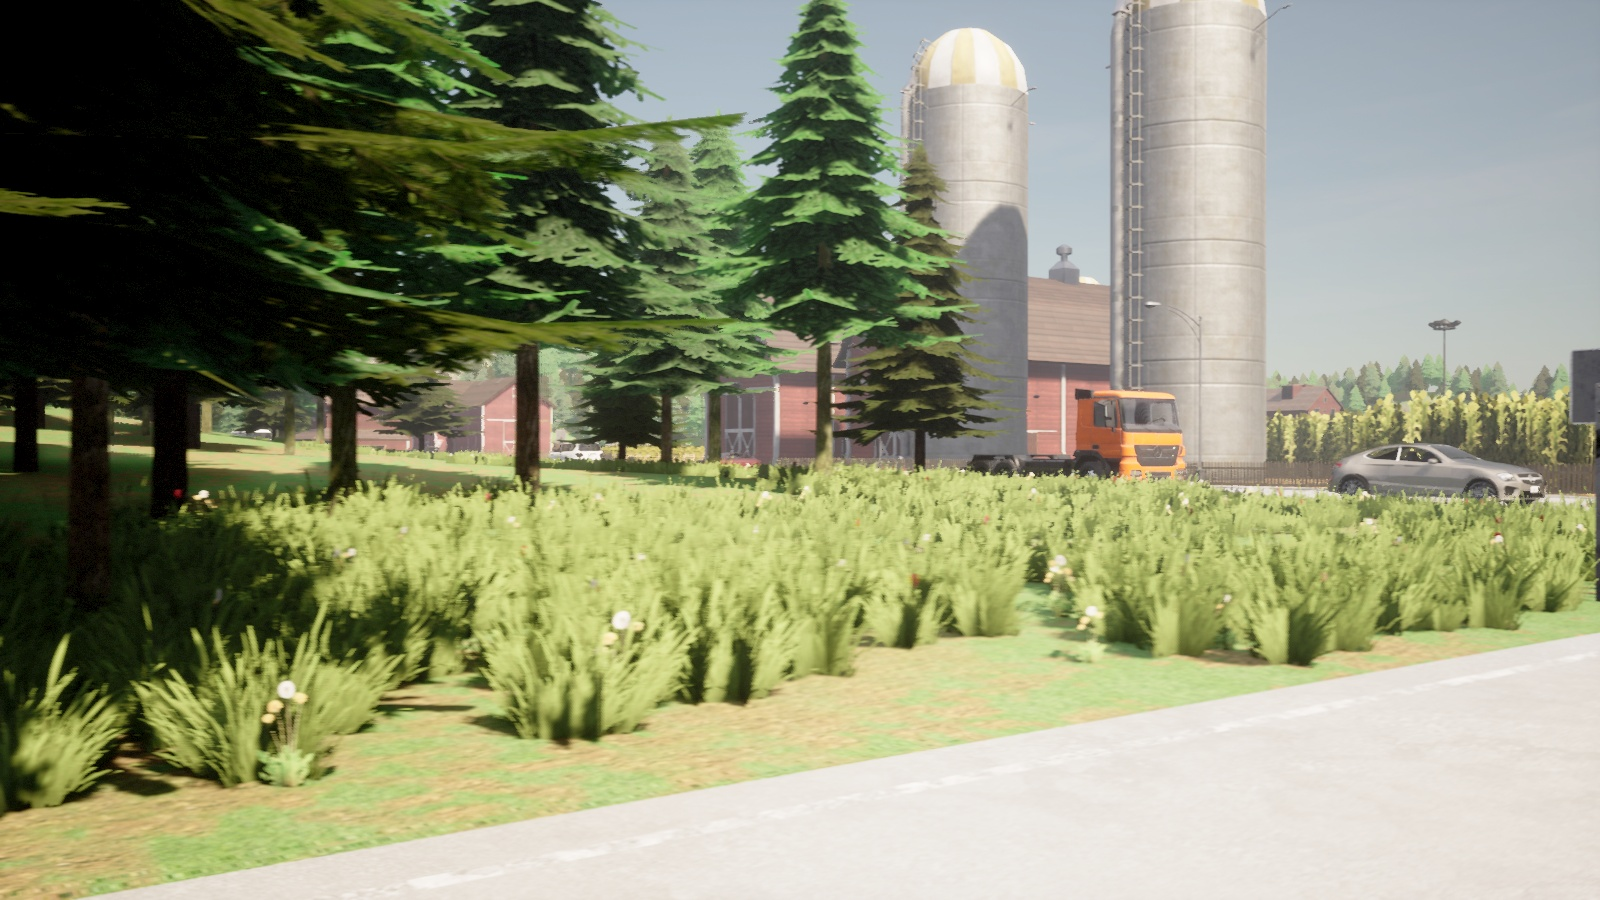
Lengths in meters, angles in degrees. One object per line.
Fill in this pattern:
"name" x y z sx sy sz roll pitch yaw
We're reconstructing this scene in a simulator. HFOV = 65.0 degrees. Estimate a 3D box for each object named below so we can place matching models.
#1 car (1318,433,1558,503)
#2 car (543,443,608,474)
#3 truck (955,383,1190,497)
"car" 16.094 0.428 31.948 2.152 1.651 5.027 0 0 -34
"car" -15.041 0.561 83.810 2.150 2.045 5.566 0 0 -34
"truck" 8.962 -0.292 42.404 2.891 3.462 7.936 0 0 -34
